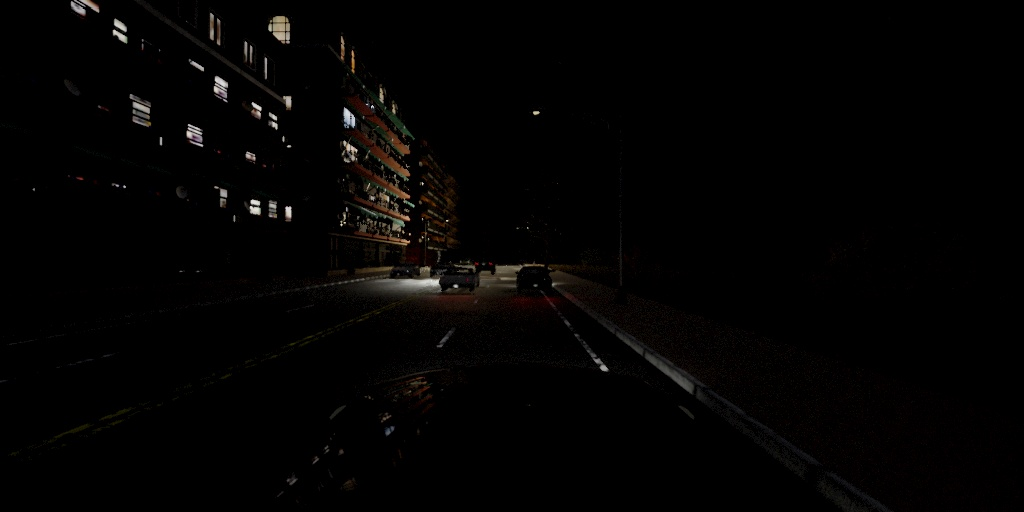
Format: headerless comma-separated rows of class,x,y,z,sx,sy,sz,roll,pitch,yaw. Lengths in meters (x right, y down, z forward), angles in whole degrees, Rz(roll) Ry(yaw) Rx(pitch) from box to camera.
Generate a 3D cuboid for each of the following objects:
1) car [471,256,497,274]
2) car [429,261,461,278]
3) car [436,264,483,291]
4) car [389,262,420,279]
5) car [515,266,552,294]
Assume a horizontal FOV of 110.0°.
car,-3.043,0.999,41.567,2.150,2.045,5.566,0,0,0
car,-6.514,1.266,34.078,2.128,1.511,4.902,0,0,0
car,-3.096,1.367,22.075,1.895,1.301,4.718,0,0,0
car,-9.753,1.299,33.057,1.812,1.442,4.674,0,0,0
car,1.187,1.291,20.277,1.812,1.442,4.674,0,0,0
